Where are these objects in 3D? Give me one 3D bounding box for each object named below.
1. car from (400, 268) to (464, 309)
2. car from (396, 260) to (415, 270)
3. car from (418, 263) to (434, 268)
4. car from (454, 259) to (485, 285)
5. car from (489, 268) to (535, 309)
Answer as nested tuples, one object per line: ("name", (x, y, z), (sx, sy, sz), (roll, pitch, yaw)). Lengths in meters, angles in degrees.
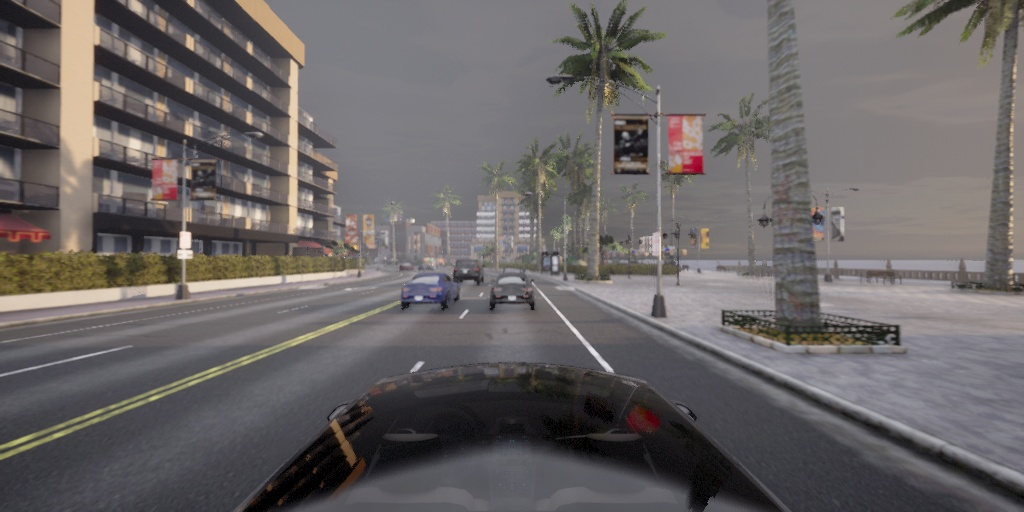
("car", (-3.472, 1.427, 15.723), (1.812, 1.442, 4.674), (0, 0, 1))
("car", (-17.364, 1.851, 59.238), (1.882, 1.535, 5.008), (0, -1, -25))
("car", (-14.923, 1.968, 62.159), (1.994, 1.385, 4.181), (0, -1, -26))
("car", (-3.506, 1.275, 29.418), (2.150, 2.045, 5.566), (0, 0, 0))
("car", (0.028, 1.427, 15.725), (1.812, 1.442, 4.674), (0, 0, 1))
